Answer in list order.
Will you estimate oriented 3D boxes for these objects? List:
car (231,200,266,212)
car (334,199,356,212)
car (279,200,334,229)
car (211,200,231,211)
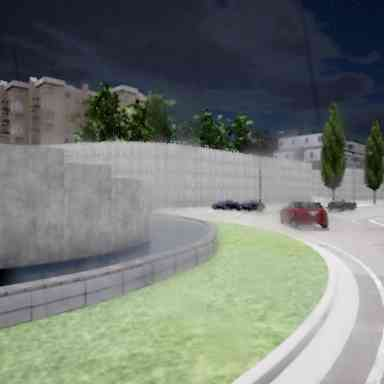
[{"bbox_3d":[7.274,1.676,41.032,4.181,1.385,1.994,0,0,-42],"label":"car"},{"bbox_3d":[18.150,1.594,40.068,4.902,1.511,2.128,0,0,-44],"label":"car"},{"bbox_3d":[7.357,1.400,22.299,2.097,1.767,4.553,0,-1,0],"label":"car"},{"bbox_3d":[4.452,1.684,43.212,4.181,1.385,1.994,0,0,-42],"label":"car"}]
